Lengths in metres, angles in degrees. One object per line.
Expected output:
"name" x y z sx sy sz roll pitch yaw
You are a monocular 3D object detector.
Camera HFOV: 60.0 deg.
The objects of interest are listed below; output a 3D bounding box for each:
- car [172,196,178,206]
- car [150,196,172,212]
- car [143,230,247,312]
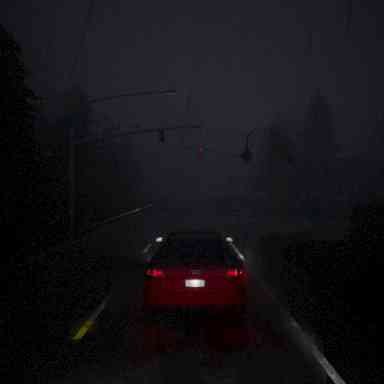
"car" -3.729 1.524 54.816 1.812 1.442 4.674 0 0 0
"car" -3.700 1.505 38.918 1.837 1.490 4.892 0 0 0
"car" 0.056 1.564 7.815 1.994 1.385 4.181 0 0 0
